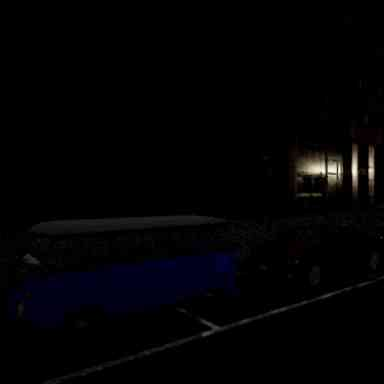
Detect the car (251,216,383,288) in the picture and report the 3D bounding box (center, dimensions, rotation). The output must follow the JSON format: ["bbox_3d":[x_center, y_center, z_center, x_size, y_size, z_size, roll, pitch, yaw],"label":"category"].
[{"bbox_3d":[3.542,1.538,9.189,4.507,1.381,1.887,0,0,-36],"label":"car"}]

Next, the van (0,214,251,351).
[{"bbox_3d":[-1.027,1.339,5.919,3.998,1.788,1.690,0,0,-36],"label":"van"}]

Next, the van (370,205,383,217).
[{"bbox_3d":[8.111,1.329,12.458,3.998,1.788,1.690,0,0,-36],"label":"van"}]
